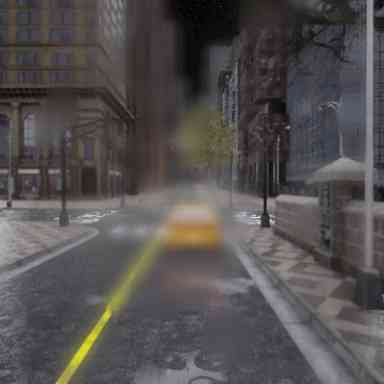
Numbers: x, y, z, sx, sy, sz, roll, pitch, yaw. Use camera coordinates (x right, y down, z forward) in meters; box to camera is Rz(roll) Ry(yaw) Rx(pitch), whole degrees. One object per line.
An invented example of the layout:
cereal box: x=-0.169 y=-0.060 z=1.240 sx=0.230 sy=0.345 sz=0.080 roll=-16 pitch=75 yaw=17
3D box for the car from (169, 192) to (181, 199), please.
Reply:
car: x=-3.051 y=0.634 z=61.503 sx=1.994 sy=1.385 sz=4.181 roll=0 pitch=1 yaw=1

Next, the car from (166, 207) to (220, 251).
car: x=0.042 y=1.321 z=13.296 sx=1.882 sy=1.535 sz=5.008 roll=0 pitch=1 yaw=0

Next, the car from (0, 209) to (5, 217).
car: x=-14.936 y=1.141 z=21.872 sx=4.829 sy=1.417 sz=1.752 roll=1 pitch=0 yaw=0
